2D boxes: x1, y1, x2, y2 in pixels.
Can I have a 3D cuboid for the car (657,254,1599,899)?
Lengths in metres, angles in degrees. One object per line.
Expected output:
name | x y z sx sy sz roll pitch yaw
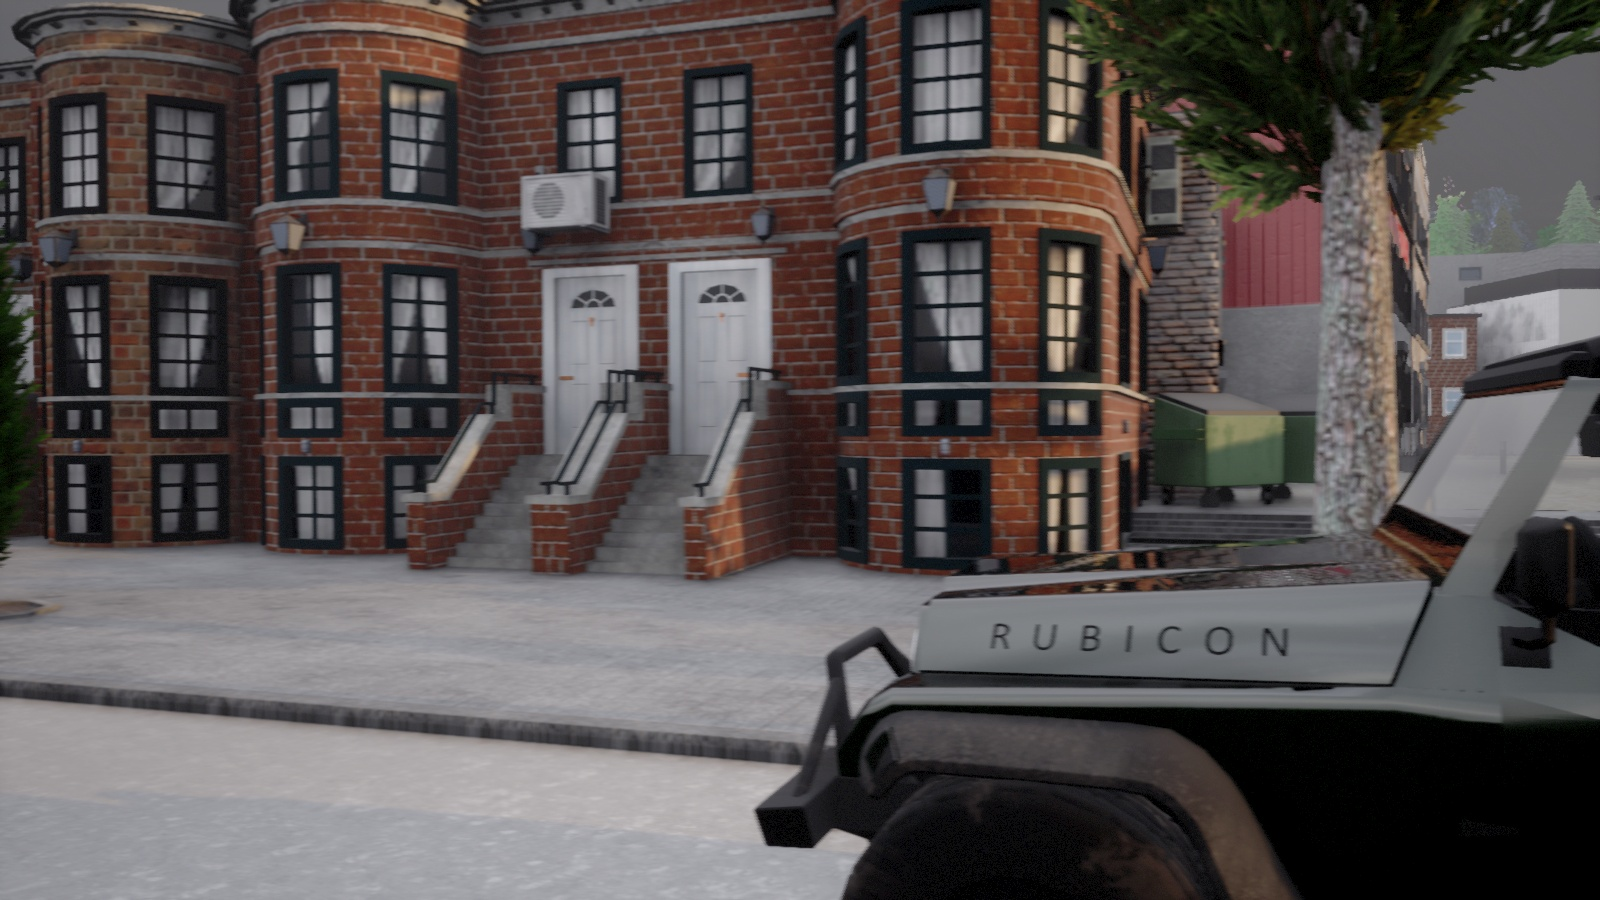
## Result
car | 1.816 0.580 3.106 3.866 1.878 1.905 1 1 19
